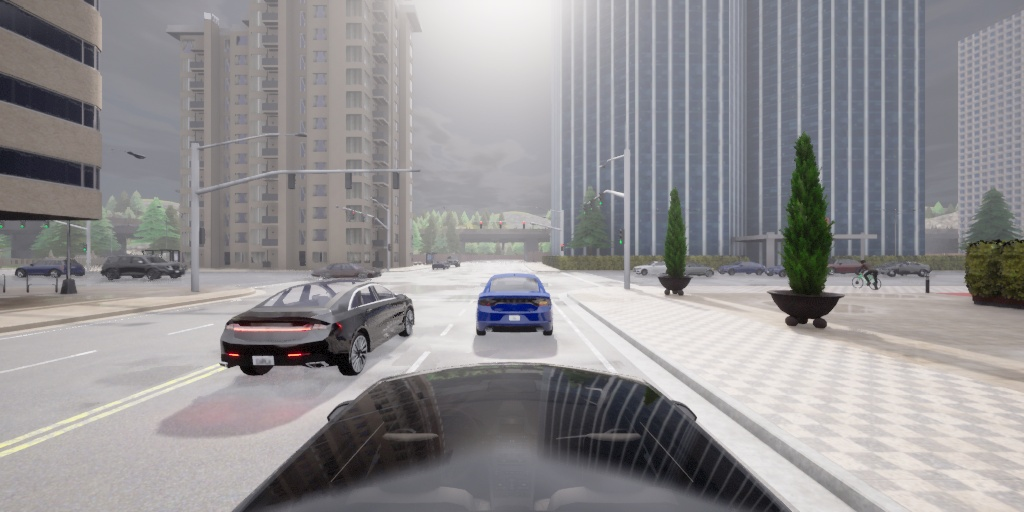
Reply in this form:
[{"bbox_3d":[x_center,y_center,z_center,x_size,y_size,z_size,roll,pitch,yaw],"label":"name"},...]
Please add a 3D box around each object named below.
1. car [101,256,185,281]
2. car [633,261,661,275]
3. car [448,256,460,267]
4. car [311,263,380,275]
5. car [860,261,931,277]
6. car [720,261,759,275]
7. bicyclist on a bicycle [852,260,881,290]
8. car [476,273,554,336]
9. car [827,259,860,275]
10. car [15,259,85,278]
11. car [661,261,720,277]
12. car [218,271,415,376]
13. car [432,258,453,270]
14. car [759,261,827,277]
[{"bbox_3d":[-30.929,0.973,30.141,5.566,2.045,2.150,0,0,-1],"label":"car"},{"bbox_3d":[15.191,1.276,37.824,4.674,1.442,1.812,0,0,-1],"label":"car"},{"bbox_3d":[-10.588,0.971,64.249,2.150,2.045,5.566,0,0,0],"label":"car"},{"bbox_3d":[-13.936,1.298,30.314,5.357,1.411,2.033,0,0,-1],"label":"car"},{"bbox_3d":[37.234,1.242,34.538,4.902,1.511,2.128,0,0,0],"label":"car"},{"bbox_3d":[24.274,1.276,37.917,4.674,1.442,1.812,0,0,0],"label":"car"},{"bbox_3d":[19.632,1.051,19.886,0.582,1.620,1.656,0,0,-1],"label":"bicyclist on a bicycle"},{"bbox_3d":[0.071,1.228,10.455,1.882,1.535,5.008,0,0,0],"label":"car"},{"bbox_3d":[34.359,1.102,38.014,4.553,1.767,2.097,0,0,0],"label":"car"},{"bbox_3d":[-43.384,1.102,33.694,4.553,1.767,2.097,0,0,-1],"label":"car"},{"bbox_3d":[16.994,1.314,34.343,4.181,1.385,1.994,0,0,-1],"label":"car"},{"bbox_3d":[-3.446,1.242,7.416,2.128,1.511,4.902,0,0,0],"label":"car"},{"bbox_3d":[-10.621,1.351,53.575,1.895,1.301,4.718,0,0,0],"label":"car"},{"bbox_3d":[26.913,1.276,34.440,4.674,1.442,1.812,0,0,0],"label":"car"}]
